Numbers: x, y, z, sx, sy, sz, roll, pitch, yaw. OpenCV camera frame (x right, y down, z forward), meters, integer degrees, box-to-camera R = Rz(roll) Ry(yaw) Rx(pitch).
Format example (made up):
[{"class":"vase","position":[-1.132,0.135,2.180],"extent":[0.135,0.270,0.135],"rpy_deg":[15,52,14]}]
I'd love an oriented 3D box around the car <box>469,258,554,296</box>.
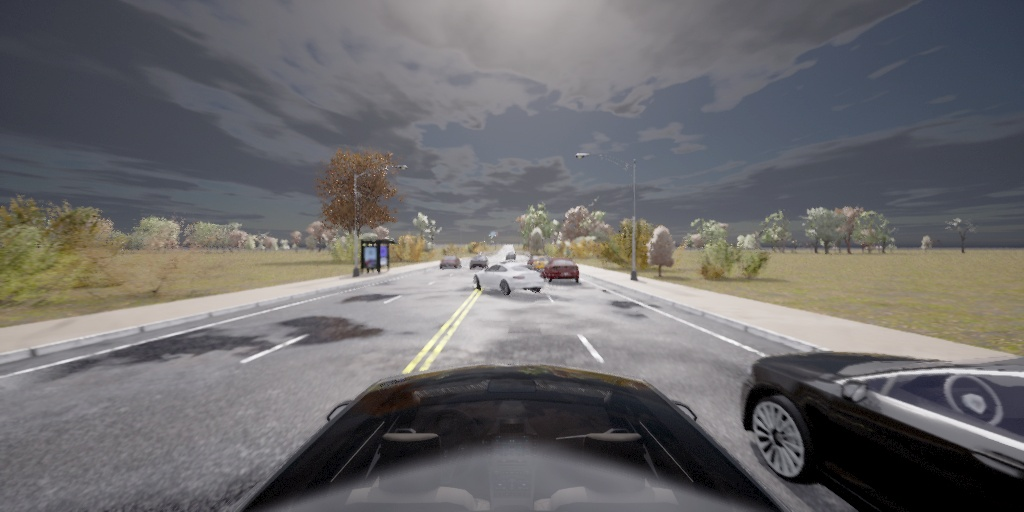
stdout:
[{"class":"car","position":[-0.243,1.016,17.520],"extent":[1.812,1.442,4.674],"rpy_deg":[-1,2,-31]}]

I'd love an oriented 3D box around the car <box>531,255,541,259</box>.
[{"class":"car","position":[3.149,0.654,34.913],"extent":[1.801,1.575,5.366],"rpy_deg":[0,1,0]}]

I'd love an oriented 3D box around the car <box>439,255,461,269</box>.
[{"class":"car","position":[-6.694,0.648,39.351],"extent":[1.812,1.442,4.674],"rpy_deg":[0,1,0]}]

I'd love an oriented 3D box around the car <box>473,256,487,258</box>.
[{"class":"car","position":[-3.444,0.685,38.496],"extent":[2.033,1.411,5.357],"rpy_deg":[0,1,0]}]

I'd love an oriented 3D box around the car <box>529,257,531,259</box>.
[{"class":"car","position":[3.108,0.576,45.724],"extent":[1.994,1.385,4.181],"rpy_deg":[0,1,0]}]

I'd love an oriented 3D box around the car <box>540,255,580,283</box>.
[{"class":"car","position":[3.191,0.865,23.725],"extent":[1.882,1.535,5.008],"rpy_deg":[0,1,0]}]

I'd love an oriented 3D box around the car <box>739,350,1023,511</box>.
[{"class":"car","position":[3.250,1.242,1.712],"extent":[2.128,1.511,4.902],"rpy_deg":[0,1,0]}]
